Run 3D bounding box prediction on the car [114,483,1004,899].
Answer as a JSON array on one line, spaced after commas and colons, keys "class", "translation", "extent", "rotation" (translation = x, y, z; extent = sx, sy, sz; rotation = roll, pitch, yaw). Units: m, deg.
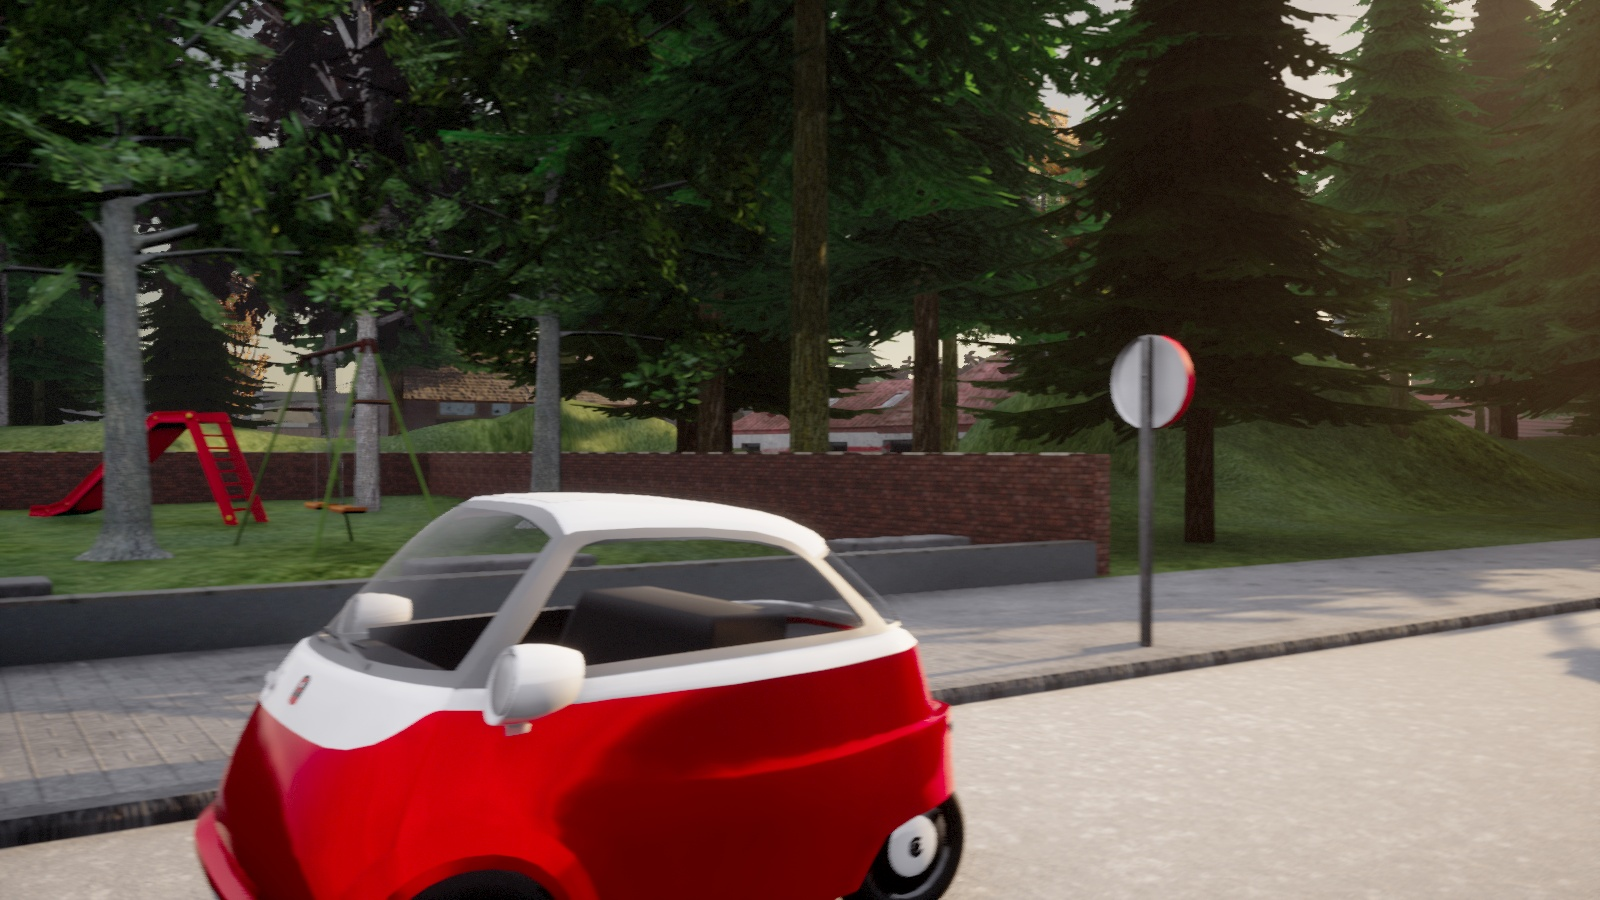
[{"class": "car", "translation": [-0.715, 0.811, 3.770], "extent": [2.207, 1.376, 1.481], "rotation": [0, 0, -35]}]
